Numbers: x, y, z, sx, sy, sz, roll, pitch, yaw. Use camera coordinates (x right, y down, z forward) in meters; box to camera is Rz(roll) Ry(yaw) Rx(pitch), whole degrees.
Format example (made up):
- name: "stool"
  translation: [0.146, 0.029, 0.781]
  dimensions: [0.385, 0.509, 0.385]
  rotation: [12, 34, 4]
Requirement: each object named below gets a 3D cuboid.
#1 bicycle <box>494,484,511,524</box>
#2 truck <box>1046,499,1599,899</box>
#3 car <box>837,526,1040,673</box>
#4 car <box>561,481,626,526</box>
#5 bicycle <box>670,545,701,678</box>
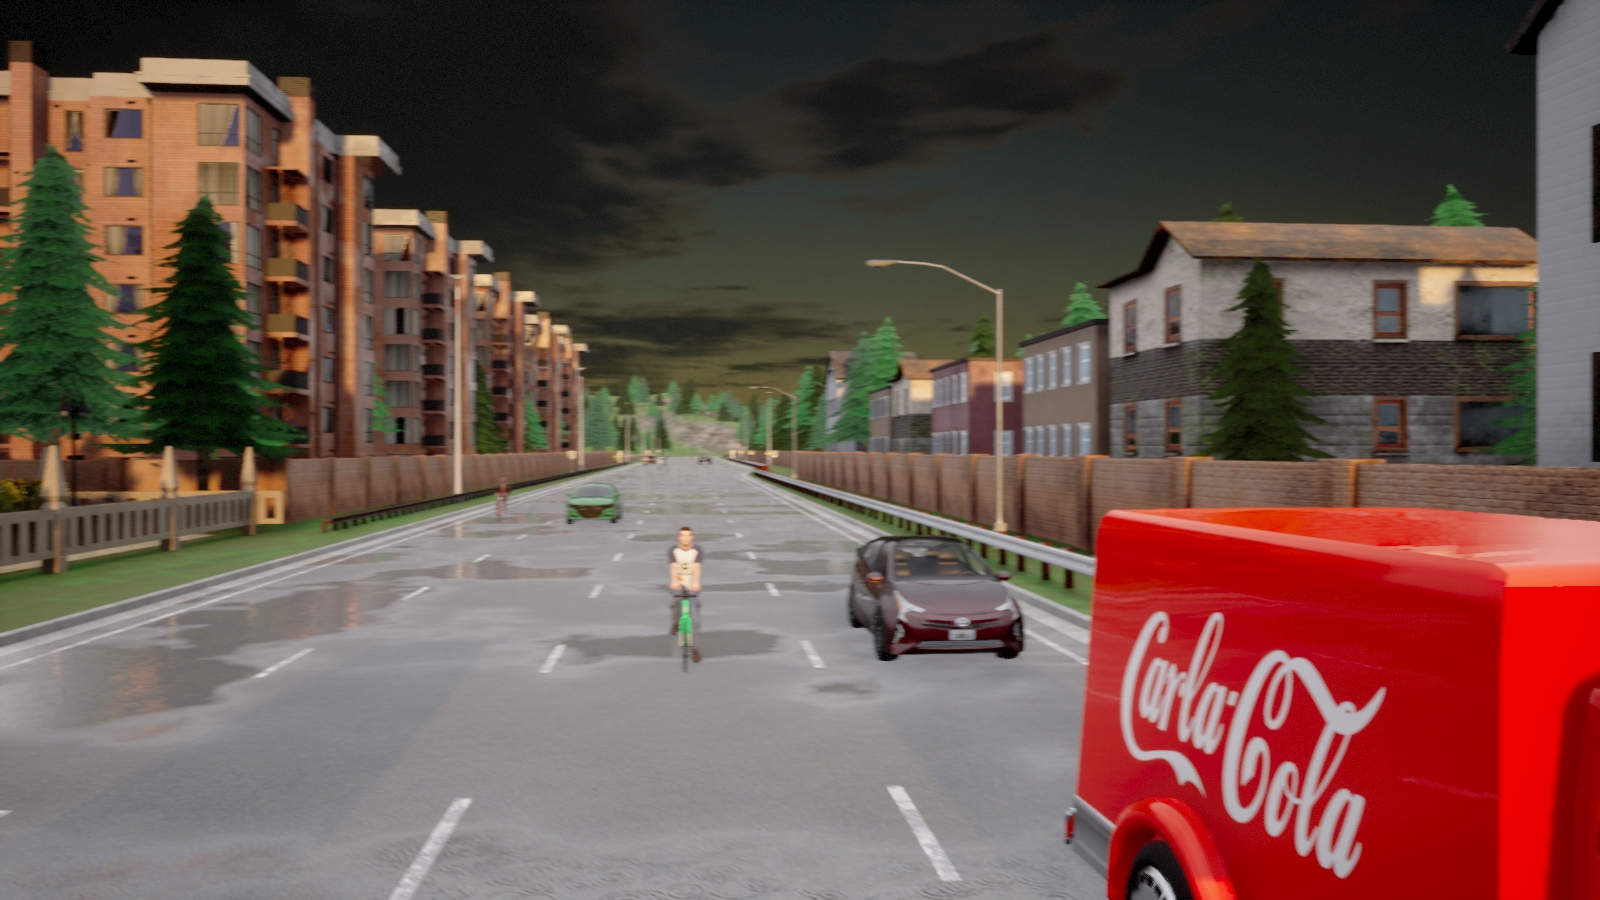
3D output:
- name: "bicycle"
  translation: [-11.427, 2.065, 43.867]
  dimensions: [0.329, 1.471, 1.835]
  rotation: [0, 0, -5]
- name: "truck"
  translation: [3.043, 1.556, 4.344]
  dimensions: [2.627, 2.467, 5.204]
  rotation: [0, 0, -6]
- name: "car"
  translation: [1.826, 2.031, 16.674]
  dimensions: [2.007, 1.525, 4.514]
  rotation: [0, 0, -6]
- name: "car"
  translation: [-7.985, 2.033, 44.576]
  dimensions: [2.097, 1.535, 5.006]
  rotation: [0, 0, -6]
- name: "bicycle"
  translation: [-1.488, 2.053, 14.875]
  dimensions: [0.373, 1.496, 1.643]
  rotation: [0, 0, -5]
